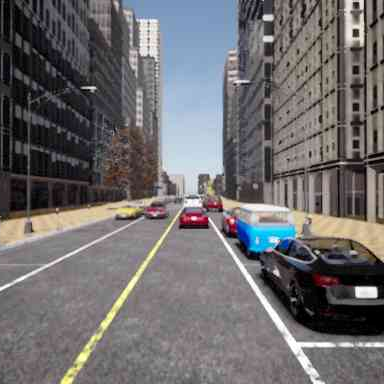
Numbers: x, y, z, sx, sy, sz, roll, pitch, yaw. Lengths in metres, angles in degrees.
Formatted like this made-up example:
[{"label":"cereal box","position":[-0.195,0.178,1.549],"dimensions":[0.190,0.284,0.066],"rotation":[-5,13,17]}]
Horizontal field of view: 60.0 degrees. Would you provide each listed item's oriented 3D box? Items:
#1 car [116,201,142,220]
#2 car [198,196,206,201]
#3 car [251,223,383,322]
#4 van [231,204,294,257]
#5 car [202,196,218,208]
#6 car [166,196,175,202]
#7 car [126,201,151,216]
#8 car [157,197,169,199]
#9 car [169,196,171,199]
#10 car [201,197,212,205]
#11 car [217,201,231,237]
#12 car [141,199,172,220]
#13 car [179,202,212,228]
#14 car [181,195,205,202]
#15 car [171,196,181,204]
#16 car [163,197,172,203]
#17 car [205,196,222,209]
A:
[{"label":"car","position":[-5.649,1.647,29.852],"dimensions":[1.752,1.417,4.829],"rotation":[0,0,0]},{"label":"car","position":[2.816,1.888,92.614],"dimensions":[1.947,1.339,4.313],"rotation":[0,0,0]},{"label":"car","position":[2.702,1.598,7.231],"dimensions":[1.947,1.339,4.313],"rotation":[0,0,0]},{"label":"van","position":[2.710,1.397,12.926],"dimensions":[1.690,1.788,3.998],"rotation":[0,0,0]},{"label":"car","position":[2.764,1.518,52.771],"dimensions":[2.192,1.841,5.009],"rotation":[0,0,0]},{"label":"car","position":[-5.573,1.857,86.946],"dimensions":[2.008,1.369,4.403],"rotation":[0,0,0]},{"label":"car","position":[-5.641,1.694,35.716],"dimensions":[2.008,1.369,4.403],"rotation":[0,0,0]},{"label":"car","position":[-5.610,1.772,58.485],"dimensions":[2.008,1.369,4.403],"rotation":[0,0,0]},{"label":"car","position":[-5.603,1.806,64.177],"dimensions":[1.947,1.339,4.313],"rotation":[0,0,0]},{"label":"car","position":[2.778,1.766,64.323],"dimensions":[1.752,1.417,4.829],"rotation":[0,0,0]},{"label":"car","position":[2.718,1.519,18.617],"dimensions":[1.967,1.590,4.097],"rotation":[0,0,0]},{"label":"car","position":[-3.059,1.647,29.734],"dimensions":[1.812,1.442,4.674],"rotation":[0,0,0]},{"label":"car","position":[0.131,1.662,23.289],"dimensions":[1.994,1.385,4.181],"rotation":[0,0,0]},{"label":"car","position":[0.146,1.379,40.992],"dimensions":[2.150,2.045,5.566],"rotation":[0,-1,1]},{"label":"car","position":[-2.907,1.754,70.924],"dimensions":[1.837,1.490,4.892],"rotation":[0,0,0]},{"label":"car","position":[-5.587,1.856,75.560],"dimensions":[1.802,1.307,4.206],"rotation":[0,0,0]},{"label":"car","position":[2.749,1.479,41.386],"dimensions":[2.192,1.841,5.009],"rotation":[0,0,0]}]
